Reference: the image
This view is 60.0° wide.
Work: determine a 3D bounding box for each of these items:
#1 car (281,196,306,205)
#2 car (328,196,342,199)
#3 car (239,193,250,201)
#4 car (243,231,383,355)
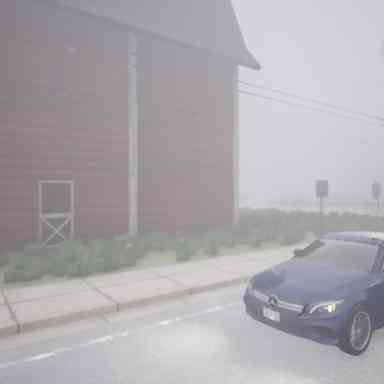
[{"bbox_3d":[14.628,1.349,48.015,4.193,1.474,1.816,0,0,-36],"label":"car"},{"bbox_3d":[24.310,1.313,56.571,3.905,1.438,1.784,0,0,-36],"label":"car"},{"bbox_3d":[10.897,1.105,74.611,4.605,1.855,1.932,0,0,-36],"label":"car"},{"bbox_3d":[3.049,1.502,6.162,4.674,1.442,1.812,0,0,-35],"label":"car"}]
